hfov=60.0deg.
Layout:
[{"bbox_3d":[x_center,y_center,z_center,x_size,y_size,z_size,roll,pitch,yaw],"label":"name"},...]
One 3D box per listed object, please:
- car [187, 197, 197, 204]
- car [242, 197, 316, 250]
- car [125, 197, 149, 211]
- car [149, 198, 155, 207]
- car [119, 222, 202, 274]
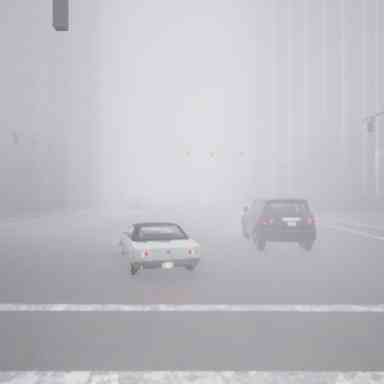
[{"bbox_3d":[0.005,1.626,65.099,2.128,1.511,4.902,0,0,0],"label":"car"},{"bbox_3d":[3.598,1.251,14.685,2.150,2.045,5.566,0,0,0],"label":"car"},{"bbox_3d":[-7.090,1.440,42.231,2.097,1.767,4.553,0,0,0],"label":"car"},{"bbox_3d":[-7.030,1.657,52.750,2.033,1.411,5.357,0,0,1],"label":"car"},{"bbox_3d":[-1.267,1.624,10.803,1.895,1.301,4.718,0,0,-17],"label":"car"}]
